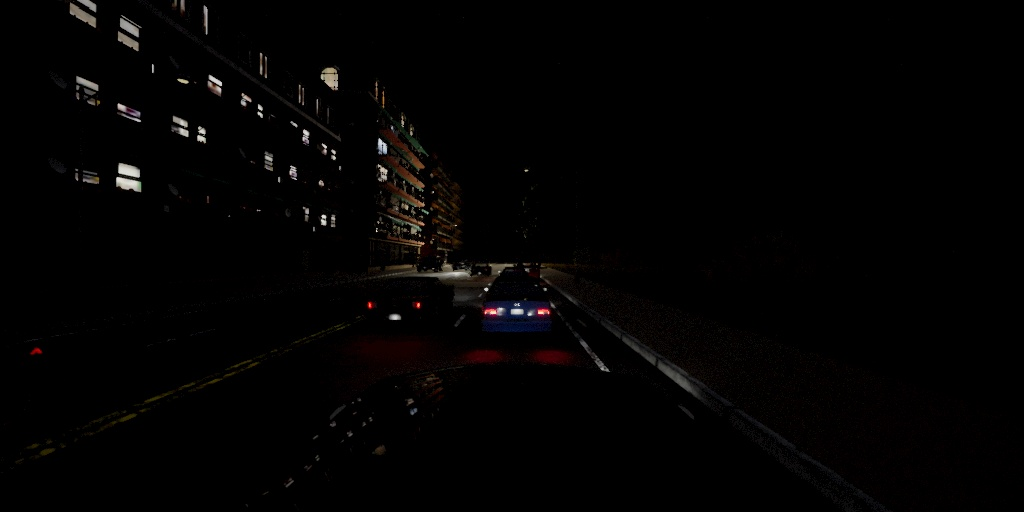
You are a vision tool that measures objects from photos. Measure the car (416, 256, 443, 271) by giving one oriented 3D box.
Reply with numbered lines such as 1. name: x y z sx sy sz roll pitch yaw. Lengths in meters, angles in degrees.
1. car: -9.796 0.975 43.064 2.150 2.045 5.566 0 0 0

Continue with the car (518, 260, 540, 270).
1. car: 1.173 1.104 29.833 2.097 1.767 4.553 0 0 0

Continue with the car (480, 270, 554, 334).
1. car: 0.112 1.299 10.565 2.033 1.411 5.357 0 0 0

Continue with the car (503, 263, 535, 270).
1. car: 0.118 1.317 20.898 1.994 1.385 4.181 0 0 1

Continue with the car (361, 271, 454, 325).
1. car: -3.140 1.353 11.879 1.895 1.301 4.718 0 0 0

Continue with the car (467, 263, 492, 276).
1. car: -3.106 1.354 36.840 1.895 1.301 4.718 0 0 0

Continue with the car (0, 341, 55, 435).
1. car: -6.602 1.314 2.582 1.994 1.385 4.181 0 0 0

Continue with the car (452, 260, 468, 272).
1. car: -6.542 1.244 46.121 2.128 1.511 4.902 0 0 0
